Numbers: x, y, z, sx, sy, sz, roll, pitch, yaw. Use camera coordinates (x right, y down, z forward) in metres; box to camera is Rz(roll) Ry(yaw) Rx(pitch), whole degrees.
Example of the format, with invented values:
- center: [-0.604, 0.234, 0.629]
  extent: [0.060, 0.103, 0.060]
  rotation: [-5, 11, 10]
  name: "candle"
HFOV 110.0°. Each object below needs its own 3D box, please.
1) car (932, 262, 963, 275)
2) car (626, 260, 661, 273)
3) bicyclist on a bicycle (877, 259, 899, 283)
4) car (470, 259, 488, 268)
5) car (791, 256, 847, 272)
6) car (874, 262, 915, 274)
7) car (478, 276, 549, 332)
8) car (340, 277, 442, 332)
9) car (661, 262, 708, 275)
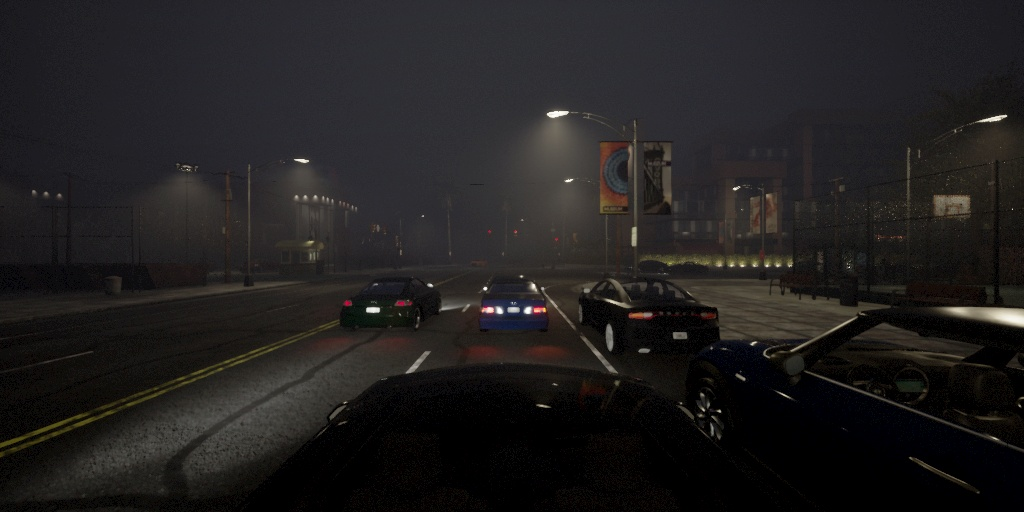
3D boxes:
- center: [45.154, 1.312, 36.046]
  extent: [4.181, 1.385, 1.994]
  rotation: [0, 0, -1]
  name: "car"
- center: [16.157, 1.252, 42.931]
  extent: [4.892, 1.490, 1.837]
  rotation: [0, 0, 1]
  name: "car"
- center: [26.060, 1.049, 24.979]
  extent: [0.582, 1.620, 1.656]
  rotation: [0, 0, -1]
  name: "bicyclist on a bicycle"
- center: [-5.811, 1.224, 62.887]
  extent: [1.882, 1.535, 5.008]
  rotation: [0, 0, 15]
  name: "car"
- center: [36.846, 0.969, 43.036]
  extent: [5.566, 2.045, 2.150]
  rotation: [0, 0, 0]
  name: "car"
- center: [41.133, 1.349, 39.544]
  extent: [4.718, 1.301, 1.895]
  rotation: [0, 0, 0]
  name: "car"
- center: [0.055, 1.297, 10.827]
  extent: [2.033, 1.411, 5.357]
  rotation: [0, 0, 0]
  name: "car"
- center: [-3.444, 1.313, 10.930]
  extent: [1.994, 1.385, 4.181]
  rotation: [0, 0, 0]
  name: "car"
- center: [19.200, 1.312, 39.398]
  extent: [4.181, 1.385, 1.994]
  rotation: [0, 0, 0]
  name: "car"
